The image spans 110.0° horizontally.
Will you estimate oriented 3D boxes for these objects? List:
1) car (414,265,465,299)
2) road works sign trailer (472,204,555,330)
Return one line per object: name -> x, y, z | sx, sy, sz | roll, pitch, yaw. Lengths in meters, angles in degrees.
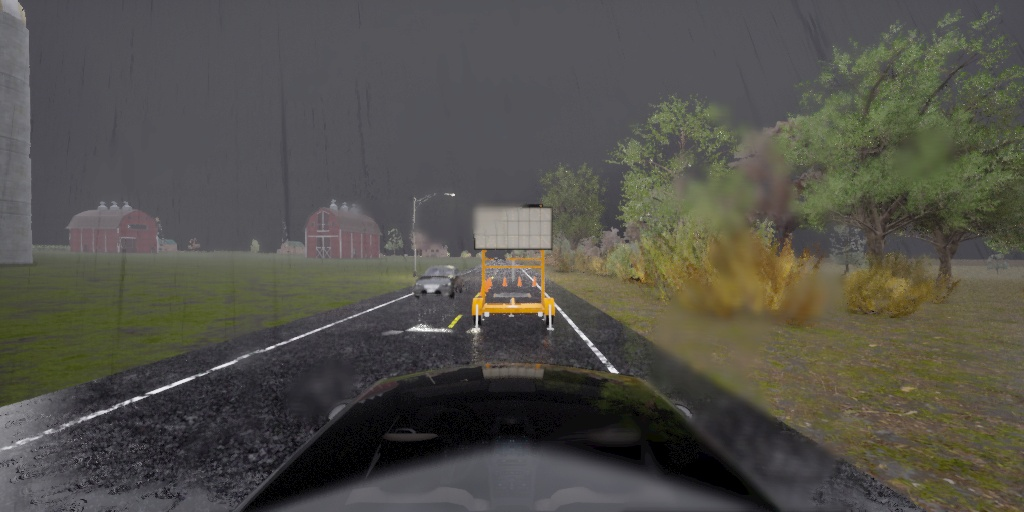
car -> -3.506, 1.237, 17.980 | 2.128, 1.511, 4.902 | 0, 0, 0
road works sign trailer -> 0.038, 0.212, 11.107 | 2.380, 3.560, 2.880 | 0, 0, 0
